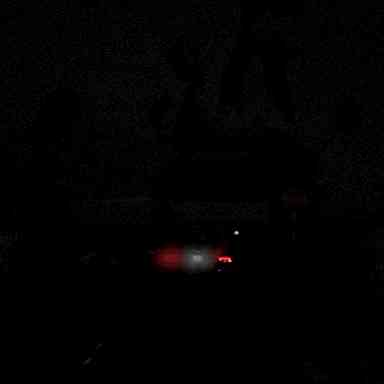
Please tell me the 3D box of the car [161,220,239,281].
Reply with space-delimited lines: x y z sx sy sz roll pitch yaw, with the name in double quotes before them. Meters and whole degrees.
"car" 0.398 1.537 9.876 2.033 1.411 5.357 0 0 6
